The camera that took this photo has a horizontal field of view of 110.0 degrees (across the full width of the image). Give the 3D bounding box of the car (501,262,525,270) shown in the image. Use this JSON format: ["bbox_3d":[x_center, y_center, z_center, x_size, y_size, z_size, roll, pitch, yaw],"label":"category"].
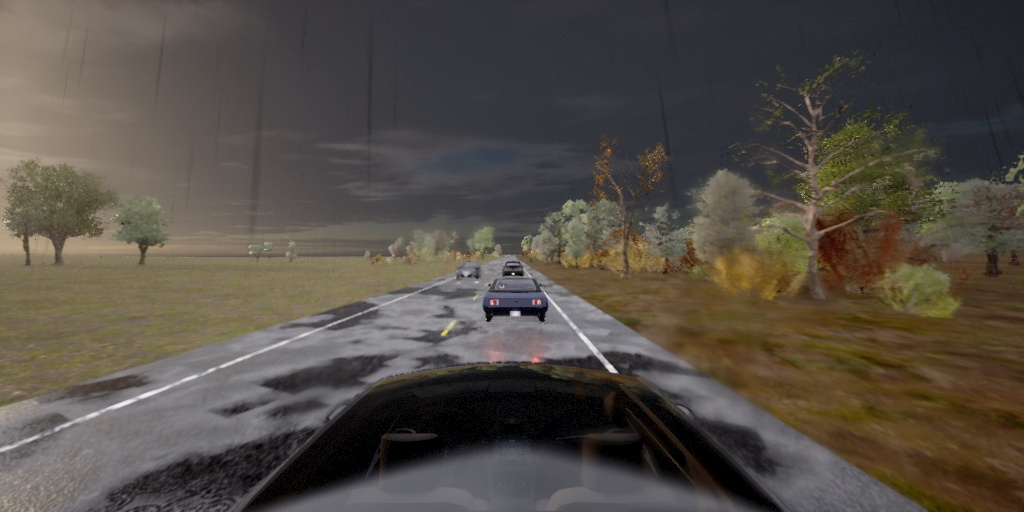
[{"bbox_3d":[0.100,1.238,32.385,1.837,1.490,4.892,0,0,0],"label":"car"}]

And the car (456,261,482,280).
[{"bbox_3d":[-3.598,1.226,30.624,2.128,1.511,4.902,0,0,0],"label":"car"}]

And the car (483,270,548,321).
[{"bbox_3d":[0.102,1.349,12.420,1.895,1.301,4.718,0,0,0],"label":"car"}]
